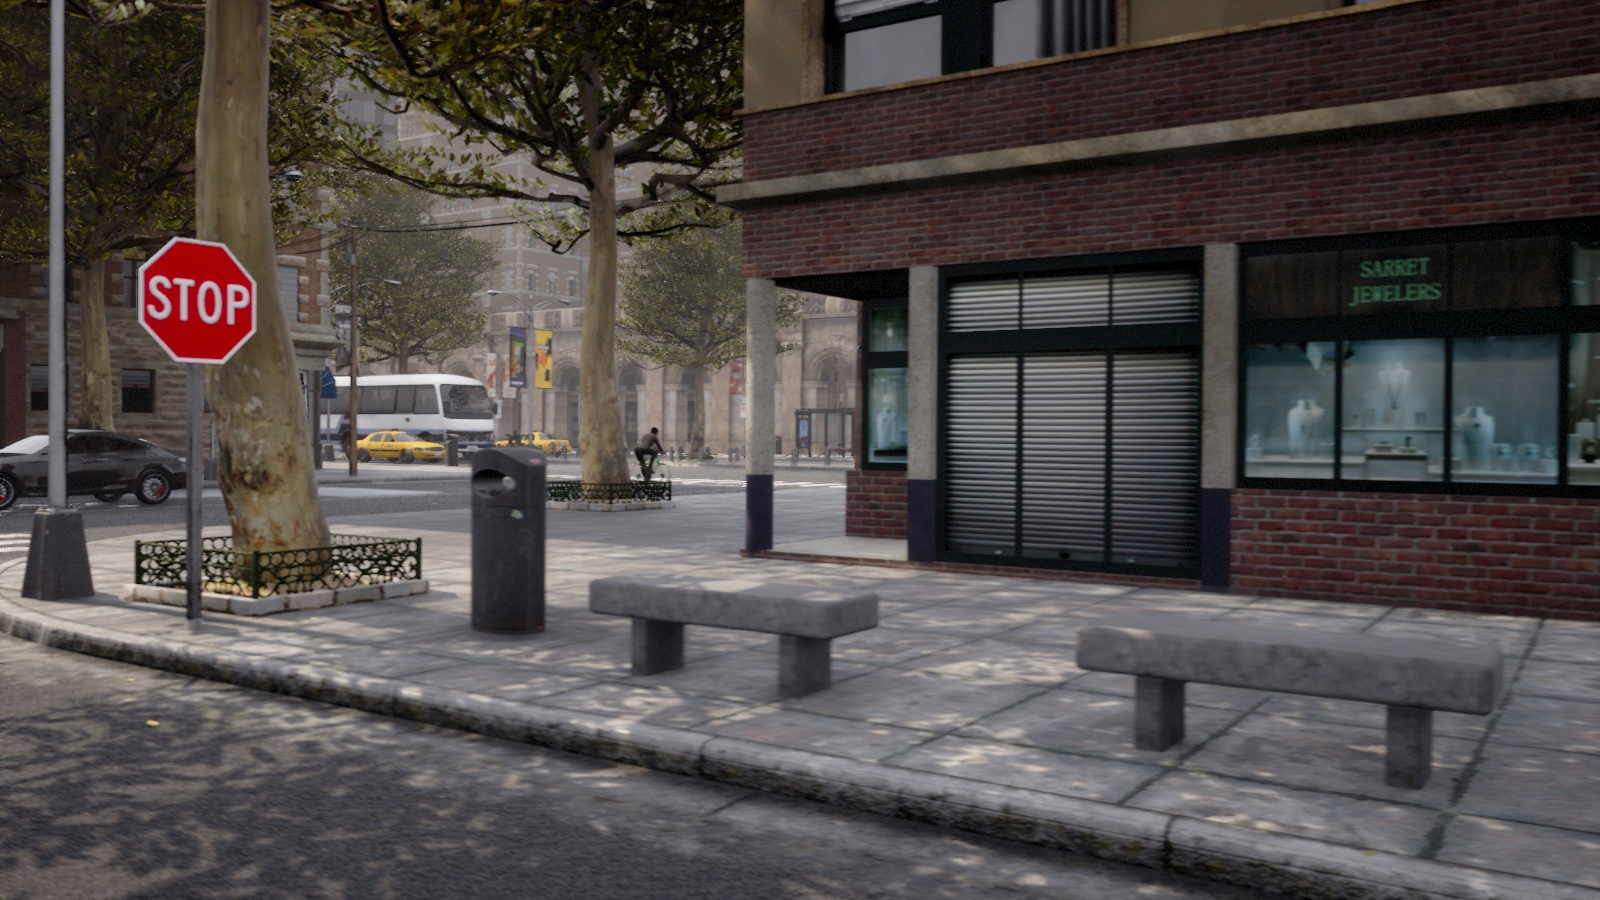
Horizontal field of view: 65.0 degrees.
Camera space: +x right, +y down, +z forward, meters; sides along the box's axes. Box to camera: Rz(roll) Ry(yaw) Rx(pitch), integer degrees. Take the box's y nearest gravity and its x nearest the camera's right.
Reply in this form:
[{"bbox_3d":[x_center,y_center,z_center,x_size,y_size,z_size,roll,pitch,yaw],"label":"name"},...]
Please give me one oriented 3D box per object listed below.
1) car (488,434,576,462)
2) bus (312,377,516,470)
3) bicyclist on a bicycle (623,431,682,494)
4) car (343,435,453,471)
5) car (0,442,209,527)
[{"bbox_3d":[-15.721,-0.109,73.505,5.366,1.575,1.801,0,1,34],"label":"car"},{"bbox_3d":[-19.157,-1.241,61.952,10.273,4.253,3.944,0,1,34],"label":"bus"},{"bbox_3d":[-3.849,0.302,32.946,0.582,1.620,1.656,0,1,34],"label":"bicyclist on a bicycle"},{"bbox_3d":[-18.333,0.127,57.227,5.366,1.575,1.801,0,1,34],"label":"car"},{"bbox_3d":[-13.930,0.596,23.791,1.812,1.442,4.674,0,1,33],"label":"car"}]
